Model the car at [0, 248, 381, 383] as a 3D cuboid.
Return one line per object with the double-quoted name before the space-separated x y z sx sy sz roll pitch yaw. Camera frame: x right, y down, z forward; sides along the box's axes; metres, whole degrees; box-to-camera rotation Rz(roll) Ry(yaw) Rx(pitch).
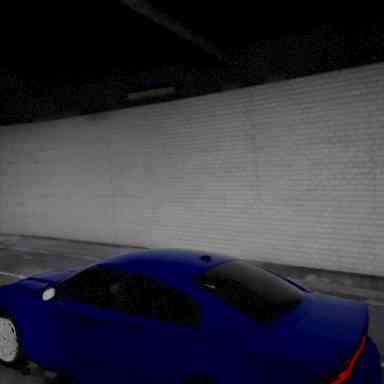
"car" -0.541 1.462 4.132 5.008 1.535 1.882 0 0 33
